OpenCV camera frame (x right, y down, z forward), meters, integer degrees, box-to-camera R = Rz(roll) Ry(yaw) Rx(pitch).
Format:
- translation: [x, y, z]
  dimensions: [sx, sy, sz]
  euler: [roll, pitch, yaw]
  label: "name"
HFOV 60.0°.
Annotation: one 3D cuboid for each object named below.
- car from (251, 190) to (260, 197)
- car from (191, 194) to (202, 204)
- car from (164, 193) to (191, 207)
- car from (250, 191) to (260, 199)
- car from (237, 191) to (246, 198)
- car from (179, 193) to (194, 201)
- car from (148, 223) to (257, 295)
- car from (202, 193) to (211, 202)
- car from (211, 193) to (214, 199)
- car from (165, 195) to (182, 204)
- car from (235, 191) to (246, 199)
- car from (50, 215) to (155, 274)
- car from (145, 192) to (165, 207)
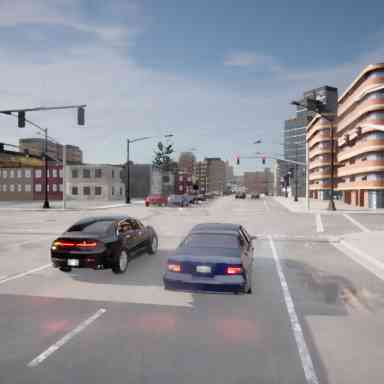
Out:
- translation: [16.344, 0.464, 85.607]
  dimensions: [2.097, 1.767, 4.553]
  euler: [0, 1, 11]
  label: "car"
- translation: [-0.188, 1.235, 56.359]
  dimensions: [2.128, 1.511, 4.902]
  euler: [0, 1, 11]
  label: "car"
- translation: [-1.947, 1.223, 47.448]
  dimensions: [2.097, 1.767, 4.553]
  euler: [0, 1, 11]
  label: "car"
- translation: [14.341, 0.881, 75.403]
  dimensions: [2.128, 1.511, 4.902]
  euler: [0, 1, 11]
  label: "car"
- translation: [12.988, 0.552, 86.681]
  dimensions: [2.097, 1.767, 4.553]
  euler: [0, 1, 11]
  label: "car"
- translation: [-1.133, 1.073, 69.256]
  dimensions: [2.033, 1.411, 5.357]
  euler: [0, 1, 11]
  label: "car"
- translation: [0.708, 1.547, 8.920]
  dimensions: [2.033, 1.411, 5.357]
  euler: [0, 0, 11]
  label: "car"
- translation: [1.766, 1.119, 66.009]
  dimensions: [2.033, 1.411, 5.357]
  euler: [0, 1, 12]
  label: "car"
- translation: [3.807, 0.862, 76.249]
  dimensions: [1.882, 1.535, 5.008]
  euler: [0, 1, 11]
  label: "car"
- translation: [-3.253, 1.238, 58.882]
  dimensions: [1.812, 1.442, 4.674]
  euler: [0, 1, 12]
  label: "car"
- translation: [11.094, 0.902, 77.029]
  dimensions: [1.994, 1.385, 4.181]
  euler: [0, 1, 11]
  label: "car"
- translation: [-2.510, 1.505, 10.664]
  dimensions: [1.837, 1.490, 4.892]
  euler: [0, 0, 11]
  label: "car"
- translation: [-5.155, 1.080, 49.324]
  dimensions: [2.150, 2.045, 5.566]
  euler: [0, 1, 11]
  label: "car"
